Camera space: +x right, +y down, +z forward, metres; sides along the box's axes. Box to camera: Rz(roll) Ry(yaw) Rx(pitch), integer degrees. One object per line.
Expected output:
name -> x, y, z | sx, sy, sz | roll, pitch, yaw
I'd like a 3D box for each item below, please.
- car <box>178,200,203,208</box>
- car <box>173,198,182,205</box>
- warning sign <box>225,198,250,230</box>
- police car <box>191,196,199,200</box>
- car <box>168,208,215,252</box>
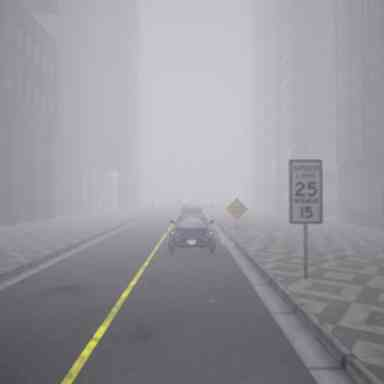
car -> -0.014, 1.736, 29.473 | 1.882, 1.535, 5.008 | 0, 0, 0
car -> -3.047, 2.020, 71.814 | 2.128, 1.511, 4.902 | 0, 0, 0
warning sign -> 2.695, 1.298, 19.884 | 1.300, 1.860, 1.060 | -1, -1, 0
police car -> 0.841, 1.992, 89.980 | 1.930, 1.638, 5.238 | 0, 0, 0
car -> -0.005, 1.661, 14.377 | 1.812, 1.442, 4.674 | 0, 0, 0
